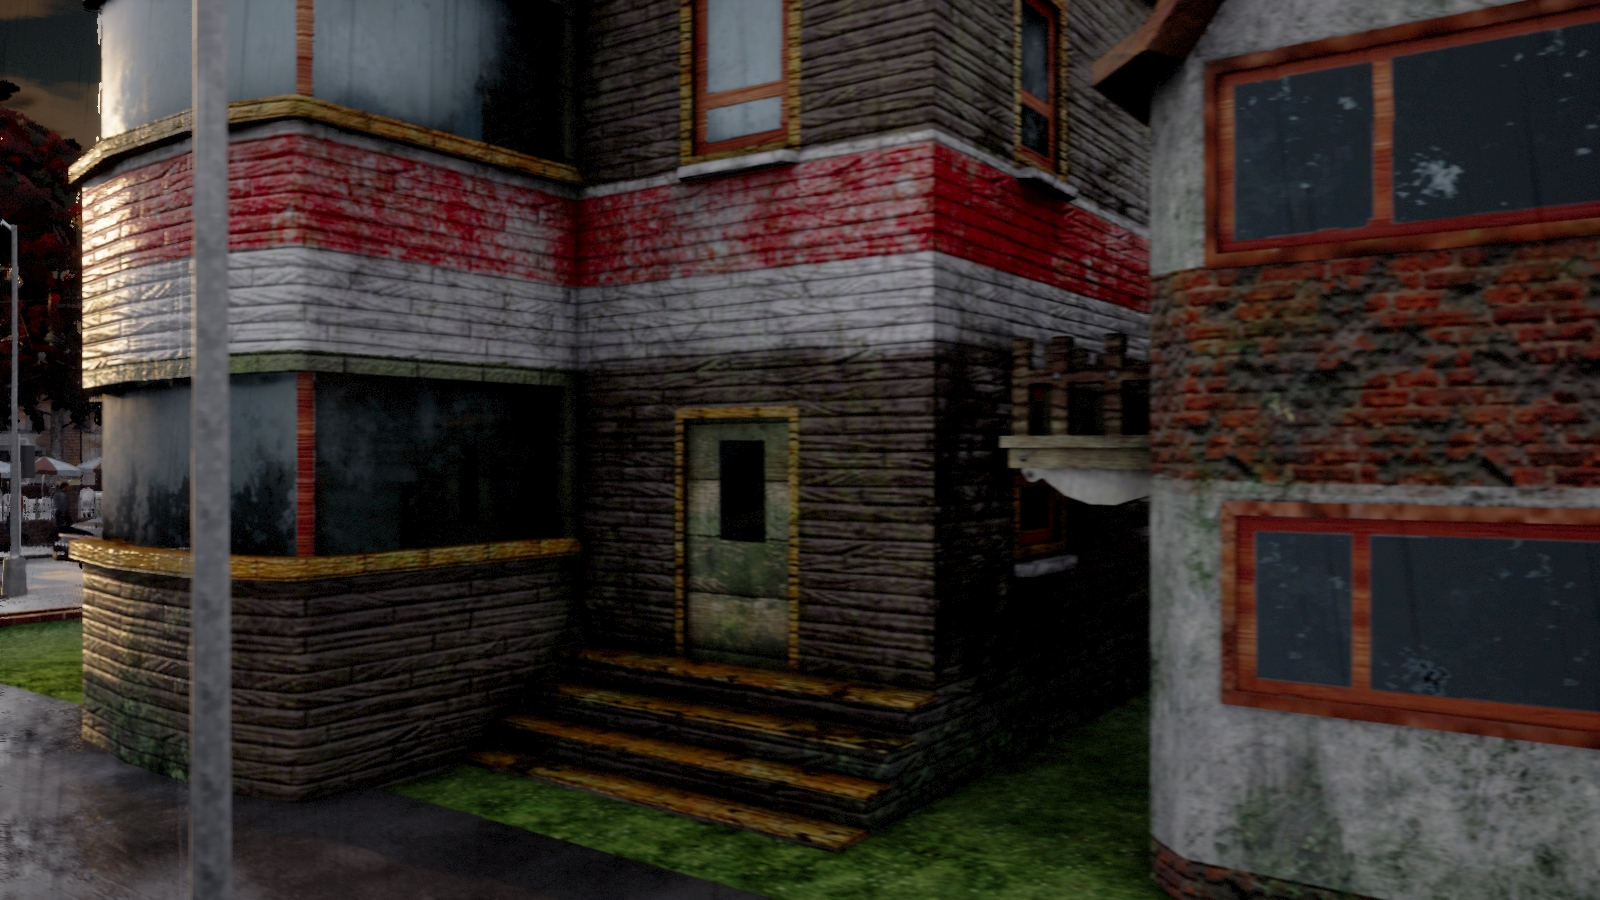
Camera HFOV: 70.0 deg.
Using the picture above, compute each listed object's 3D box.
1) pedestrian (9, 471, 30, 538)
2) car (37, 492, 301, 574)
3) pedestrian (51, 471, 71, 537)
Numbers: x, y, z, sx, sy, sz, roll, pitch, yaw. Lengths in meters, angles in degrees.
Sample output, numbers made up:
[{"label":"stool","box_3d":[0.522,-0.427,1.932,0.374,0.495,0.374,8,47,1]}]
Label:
[{"label":"pedestrian","box_3d":[-21.888,1.518,32.030,0.375,1.860,0.375,0,0,37]},{"label":"car","box_3d":[-14.434,1.829,26.438,2.128,1.511,4.902,0,0,34]},{"label":"pedestrian","box_3d":[-20.892,1.518,32.308,0.375,1.860,0.375,0,0,36]}]
